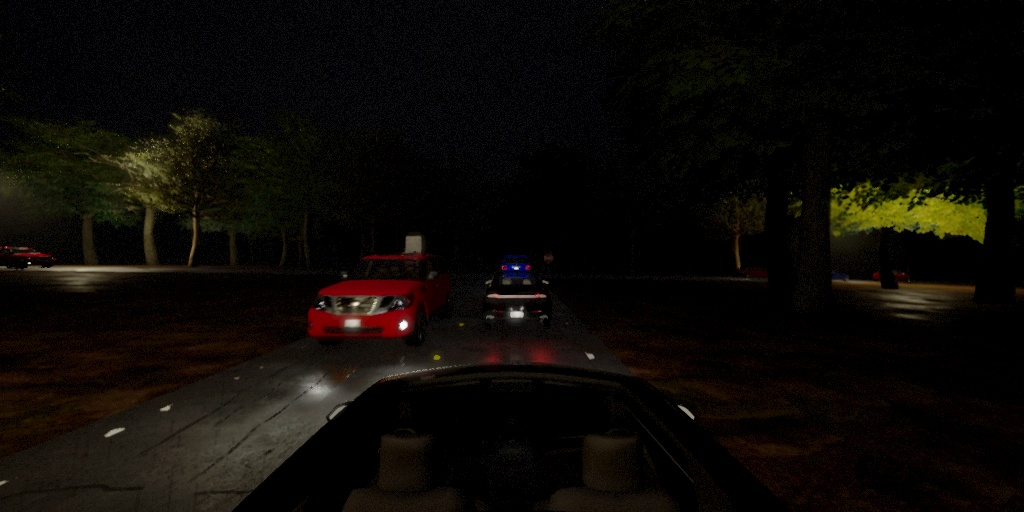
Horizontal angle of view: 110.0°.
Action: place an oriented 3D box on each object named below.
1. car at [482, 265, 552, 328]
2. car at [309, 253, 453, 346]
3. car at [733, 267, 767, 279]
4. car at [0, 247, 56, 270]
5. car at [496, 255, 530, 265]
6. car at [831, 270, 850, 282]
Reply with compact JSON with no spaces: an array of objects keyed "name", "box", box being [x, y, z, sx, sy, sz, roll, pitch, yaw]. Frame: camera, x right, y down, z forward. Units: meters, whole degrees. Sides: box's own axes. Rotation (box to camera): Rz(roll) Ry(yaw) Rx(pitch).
[{"name":"car","box":[0.155,1.201,11.159,2.128,1.511,4.902,0,0,1]},{"name":"car","box":[-3.028,0.935,9.642,2.150,2.045,5.566,0,0,1]},{"name":"car","box":[30.864,2.121,45.956,5.008,1.535,1.882,2,0,-13]},{"name":"car","box":[-46.343,0.181,33.456,5.566,2.045,2.150,0,0,0]},{"name":"car","box":[0.107,0.953,25.809,2.150,2.045,5.566,0,0,-4]},{"name":"car","box":[39.937,2.448,44.956,4.674,1.442,1.812,2,0,-14]}]
